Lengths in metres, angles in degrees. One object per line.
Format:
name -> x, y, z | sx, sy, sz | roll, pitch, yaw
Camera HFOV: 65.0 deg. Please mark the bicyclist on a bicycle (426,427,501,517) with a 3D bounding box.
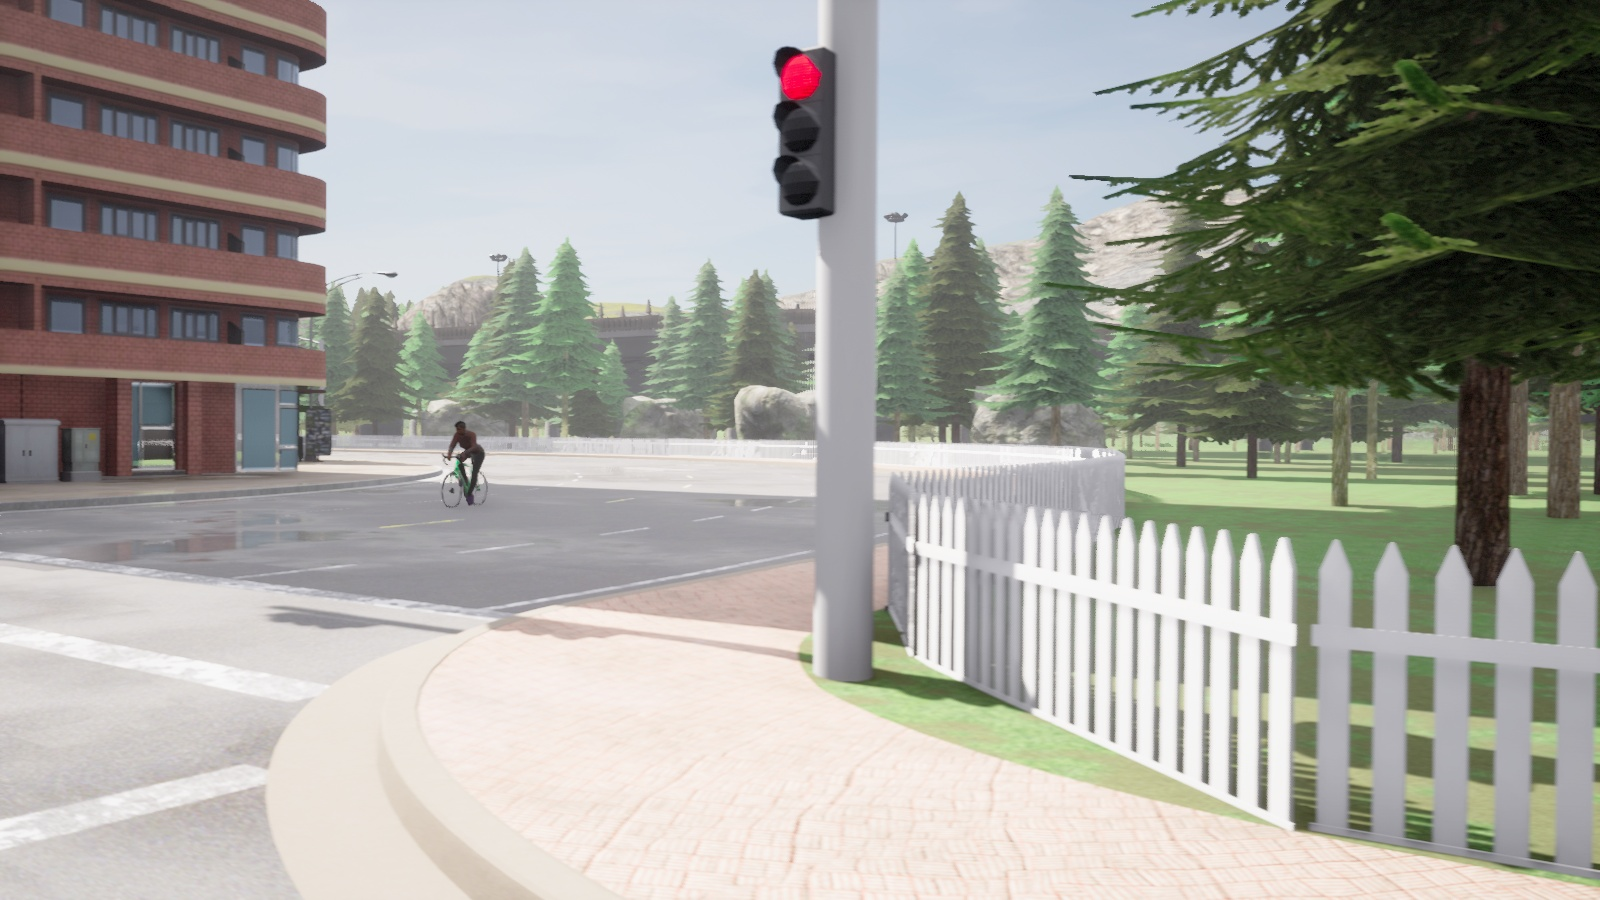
bicyclist on a bicycle -> -6.280, 0.394, 23.518 | 0.582, 1.620, 1.656 | -1, 1, 15
